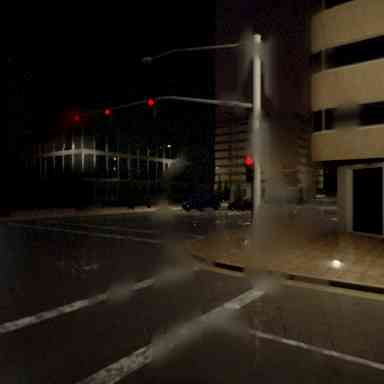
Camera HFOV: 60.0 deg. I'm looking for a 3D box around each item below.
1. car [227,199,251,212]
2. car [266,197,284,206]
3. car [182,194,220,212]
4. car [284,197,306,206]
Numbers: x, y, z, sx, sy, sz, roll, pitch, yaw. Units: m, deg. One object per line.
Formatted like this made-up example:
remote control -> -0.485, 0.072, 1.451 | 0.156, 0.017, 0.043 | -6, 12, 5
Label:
car -> 6.169, 1.538, 39.622 | 2.033, 1.411, 5.357 | 0, 0, 36
car -> 14.096, 1.517, 56.092 | 1.812, 1.442, 4.674 | 0, 0, 37
car -> 1.185, 1.211, 38.766 | 2.150, 2.045, 5.566 | 0, 0, 36
car -> 17.160, 1.552, 54.345 | 1.837, 1.490, 4.892 | 0, 0, 36
